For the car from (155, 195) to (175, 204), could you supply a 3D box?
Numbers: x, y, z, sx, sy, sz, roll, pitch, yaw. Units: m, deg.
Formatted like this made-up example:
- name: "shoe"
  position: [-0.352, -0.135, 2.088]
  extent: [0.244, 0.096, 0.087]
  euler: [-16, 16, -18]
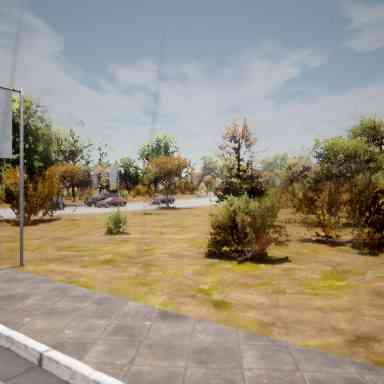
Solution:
- name: "car"
  position: [-4.933, 1.302, 55.817]
  extent: [2.128, 1.511, 4.902]
  euler: [0, 1, 39]

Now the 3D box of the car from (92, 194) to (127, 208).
- name: "car"
  position: [-11.451, 1.466, 47.708]
  extent: [1.812, 1.442, 4.674]
  euler: [0, 0, 38]

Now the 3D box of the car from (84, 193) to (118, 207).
- name: "car"
  position: [-13.579, 1.153, 50.657]
  extent: [2.150, 2.045, 5.566]
  euler: [0, 1, 39]

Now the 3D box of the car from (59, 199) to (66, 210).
- name: "car"
  position: [-17.695, 1.347, 39.941]
  extent: [2.097, 1.767, 4.553]
  euler: [0, 0, 39]
